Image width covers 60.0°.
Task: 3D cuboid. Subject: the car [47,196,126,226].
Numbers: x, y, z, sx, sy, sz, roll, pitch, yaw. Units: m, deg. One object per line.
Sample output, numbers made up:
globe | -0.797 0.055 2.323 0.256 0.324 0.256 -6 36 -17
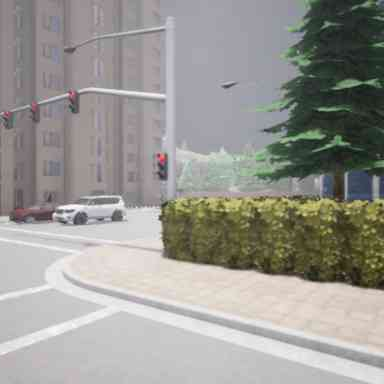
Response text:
car | -7.428 1.300 24.786 2.150 2.045 5.566 0 0 36

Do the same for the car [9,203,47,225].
car | -11.272 1.570 25.521 1.882 1.535 5.008 0 0 37
